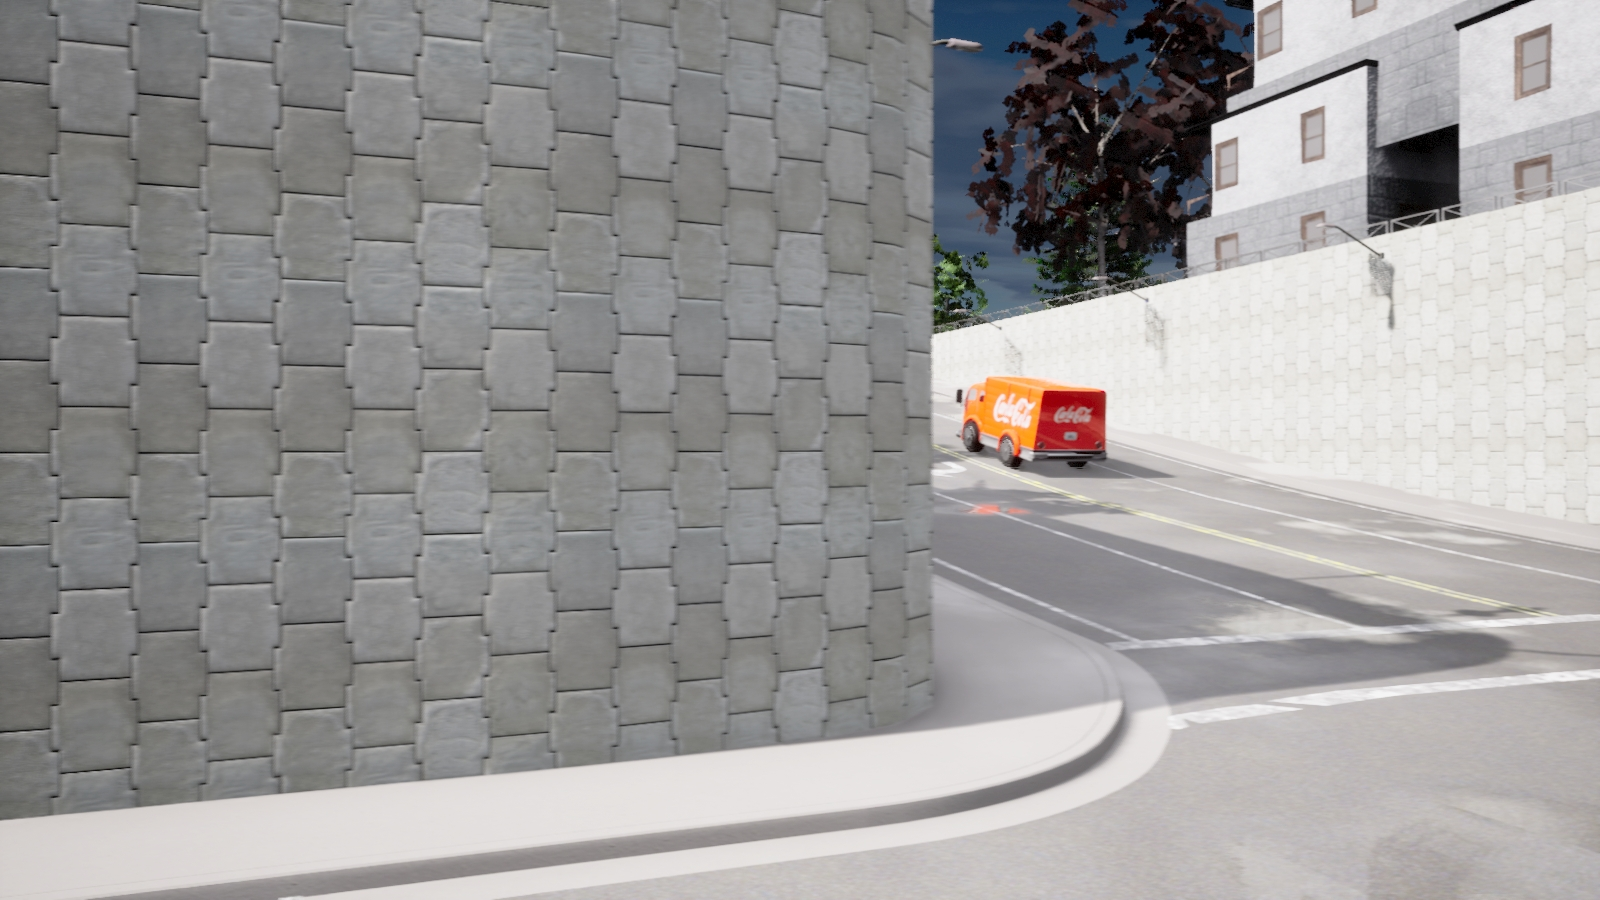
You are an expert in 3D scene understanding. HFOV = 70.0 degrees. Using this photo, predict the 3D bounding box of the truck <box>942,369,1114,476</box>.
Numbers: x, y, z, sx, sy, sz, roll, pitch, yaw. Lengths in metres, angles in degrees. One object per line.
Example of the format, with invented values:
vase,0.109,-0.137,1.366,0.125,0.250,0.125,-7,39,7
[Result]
truck,6.654,-0.917,34.191,2.627,2.467,5.204,0,9,-19
